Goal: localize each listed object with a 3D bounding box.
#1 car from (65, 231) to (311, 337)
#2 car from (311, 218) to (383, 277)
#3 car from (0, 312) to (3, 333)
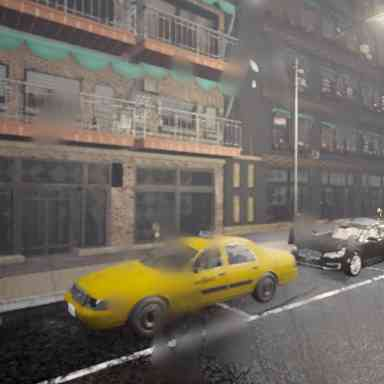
[{"bbox_3d":[0.082,1.507,6.604,4.829,1.417,1.752,0,1,-35],"label":"car"},{"bbox_3d":[4.836,1.504,9.997,4.403,1.369,2.008,0,1,-35],"label":"car"},{"bbox_3d":[-4.396,1.574,3.409,4.313,1.339,1.947,0,1,-35],"label":"car"}]
